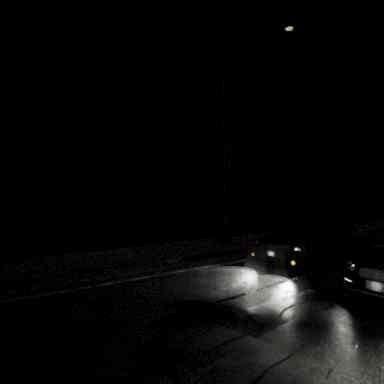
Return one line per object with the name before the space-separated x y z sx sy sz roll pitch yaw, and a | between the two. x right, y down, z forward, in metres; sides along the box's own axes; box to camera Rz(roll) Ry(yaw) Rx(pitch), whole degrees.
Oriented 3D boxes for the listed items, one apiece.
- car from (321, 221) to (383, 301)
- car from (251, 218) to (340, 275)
car | 5.368 1.455 7.514 4.902 1.511 2.128 0 0 -35
car | 3.826 1.526 10.406 4.181 1.385 1.994 0 0 -35
